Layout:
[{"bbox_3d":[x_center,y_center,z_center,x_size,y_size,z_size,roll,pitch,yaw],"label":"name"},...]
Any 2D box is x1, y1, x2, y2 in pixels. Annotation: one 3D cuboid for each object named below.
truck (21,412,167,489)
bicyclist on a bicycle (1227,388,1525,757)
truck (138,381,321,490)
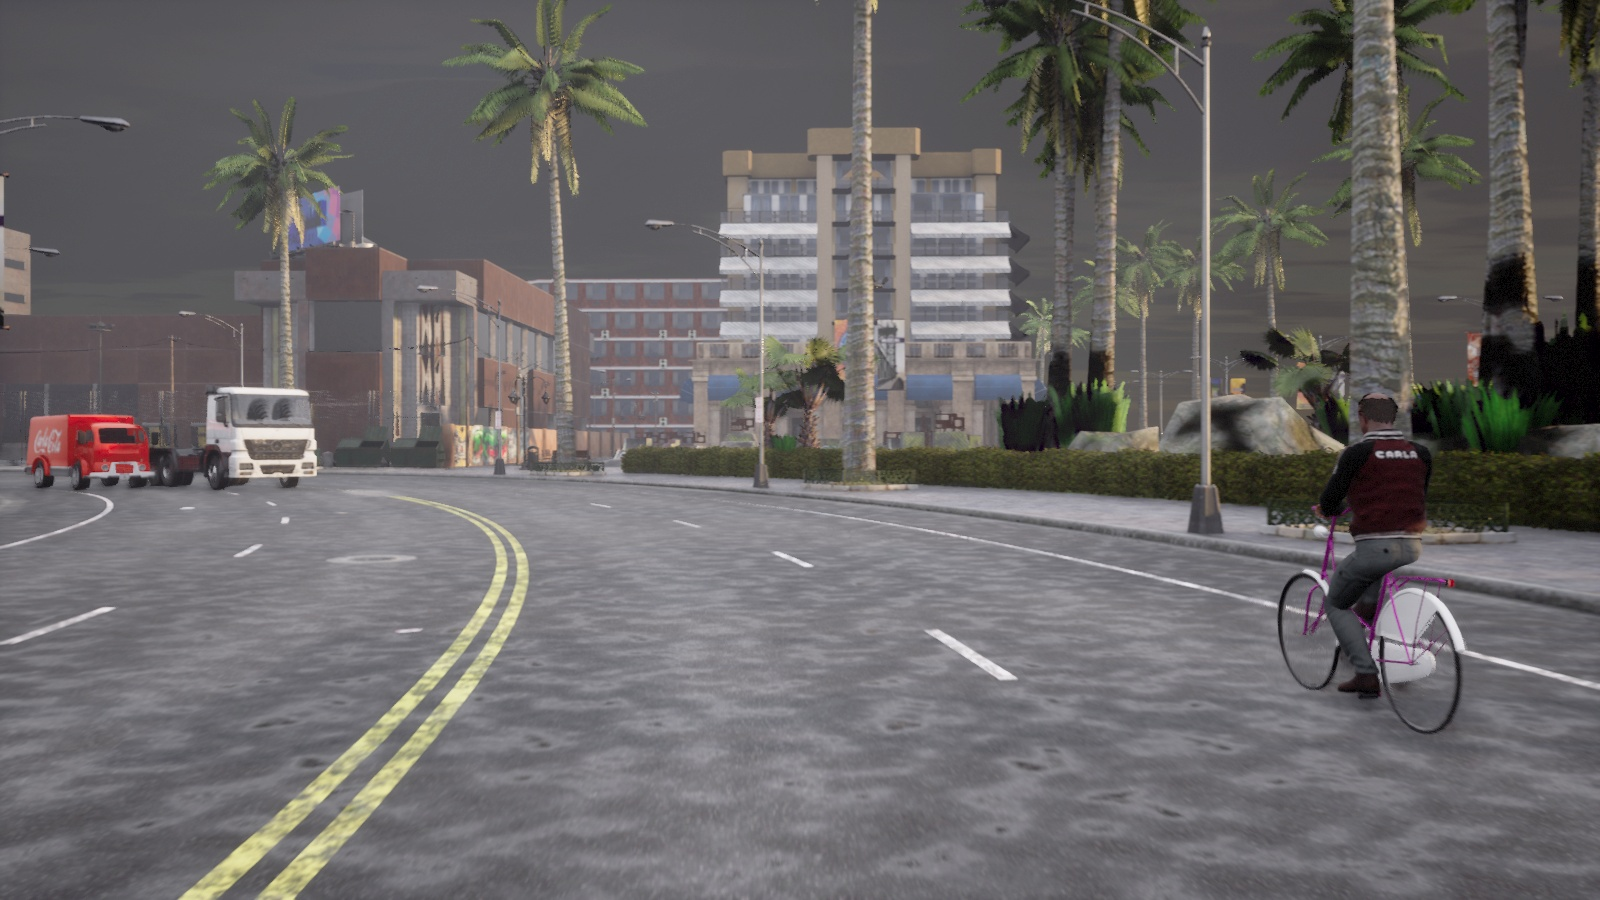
[{"bbox_3d":[-23.980,0.010,42.580,5.204,2.467,2.627,0,0,40],"label":"truck"},{"bbox_3d":[3.093,0.579,6.974,0.659,1.776,1.843,0,1,-6],"label":"bicyclist on a bicycle"},{"bbox_3d":[-19.927,-0.490,43.606,7.936,3.462,2.891,0,0,42],"label":"truck"}]
